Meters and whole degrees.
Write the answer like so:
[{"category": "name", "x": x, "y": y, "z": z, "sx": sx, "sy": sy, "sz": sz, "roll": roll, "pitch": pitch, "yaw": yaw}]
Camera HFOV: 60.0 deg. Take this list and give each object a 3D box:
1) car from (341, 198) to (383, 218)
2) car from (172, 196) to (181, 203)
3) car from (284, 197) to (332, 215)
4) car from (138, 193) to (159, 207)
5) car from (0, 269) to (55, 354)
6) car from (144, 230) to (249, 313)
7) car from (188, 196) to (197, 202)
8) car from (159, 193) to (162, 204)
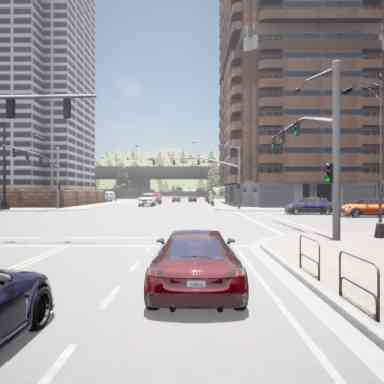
[{"category": "car", "x": 15.563, "y": 1.352, "z": 29.616, "sx": 4.553, "sy": 1.767, "sz": 2.097, "roll": 0, "pitch": 0, "yaw": 1}, {"category": "car", "x": -3.356, "y": 1.542, "z": 71.955, "sx": 2.033, "sy": 1.411, "sz": 5.357, "roll": 0, "pitch": 0, "yaw": 0}, {"category": "car", "x": 11.593, "y": 1.352, "z": 33.203, "sx": 4.553, "sy": 1.767, "sz": 2.097, "roll": 0, "pitch": 0, "yaw": 2}, {"category": "car", "x": -7.014, "y": 1.221, "z": 52.173, "sx": 2.150, "sy": 2.045, "sz": 5.566, "roll": 0, "pitch": 0, "yaw": 0}, {"category": "car", "x": -3.434, "y": 1.564, "z": 4.207, "sx": 1.994, "sy": 1.385, "sz": 4.181, "roll": 0, "pitch": 0, "yaw": 1}, {"category": "car", "x": 0.092, "y": 1.564, "z": 7.775, "sx": 1.994, "sy": 1.385, "sz": 4.181, "roll": 0, "pitch": 0, "yaw": 0}, {"category": "car", "x": 0.114, "y": 1.525, "z": 73.412, "sx": 2.128, "sy": 1.511, "sz": 4.902, "roll": 0, "pitch": 0, "yaw": 0}, {"category": "car", "x": -6.963, "y": 1.221, "z": 62.593, "sx": 2.150, "sy": 2.045, "sz": 5.566, "roll": 0, "pitch": 0, "yaw": 1}]
